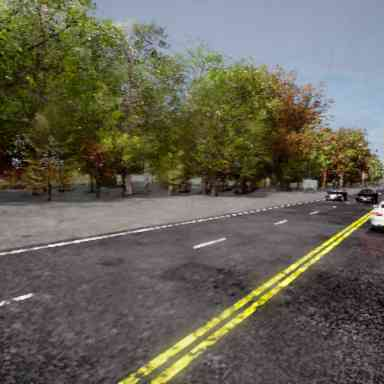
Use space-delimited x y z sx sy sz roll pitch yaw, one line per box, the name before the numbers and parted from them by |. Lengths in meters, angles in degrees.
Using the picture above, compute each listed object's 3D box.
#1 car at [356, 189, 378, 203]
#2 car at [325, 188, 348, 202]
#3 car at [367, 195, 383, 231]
car | 19.734 0.468 37.415 1.882 1.535 5.008 4 3 34
car | 17.235 0.283 39.521 2.128 1.511 4.902 4 3 34
car | 9.911 1.131 16.235 1.812 1.442 4.674 4 3 33
